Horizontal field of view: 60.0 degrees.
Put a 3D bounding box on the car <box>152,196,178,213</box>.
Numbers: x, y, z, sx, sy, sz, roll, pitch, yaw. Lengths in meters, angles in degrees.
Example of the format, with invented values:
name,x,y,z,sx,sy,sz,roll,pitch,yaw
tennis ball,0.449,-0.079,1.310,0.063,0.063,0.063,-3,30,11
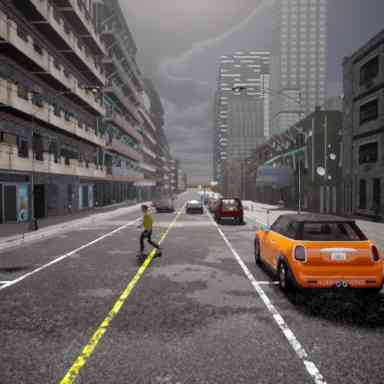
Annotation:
name,x,y,z,sx,sy,sz,roll,pitch,yaw
car,-2.891,1.525,37.414,2.033,1.411,5.357,0,0,0

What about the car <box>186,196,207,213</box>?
name,x,y,z,sx,sy,sz,roll,pitch,yaw
car,0.300,1.525,37.163,2.033,1.411,5.357,0,0,0

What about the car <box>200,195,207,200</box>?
name,x,y,z,sx,sy,sz,roll,pitch,yaw
car,3.201,1.457,92.838,1.887,1.381,4.507,-1,0,0

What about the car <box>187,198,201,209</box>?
name,x,y,z,sx,sy,sz,roll,pitch,yaw
car,0.312,1.570,46.797,1.895,1.301,4.718,0,0,1

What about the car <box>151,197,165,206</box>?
name,x,y,z,sx,sy,sz,roll,pitch,yaw
car,-5.400,1.545,53.780,1.802,1.307,4.206,-1,0,0

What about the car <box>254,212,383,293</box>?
name,x,y,z,sx,sy,sz,roll,pitch,yaw
car,3.049,1.347,9.013,2.097,1.767,4.553,0,0,0

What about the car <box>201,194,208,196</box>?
name,x,y,z,sx,sy,sz,roll,pitch,yaw
car,3.012,1.538,59.358,1.802,1.307,4.206,-1,0,0

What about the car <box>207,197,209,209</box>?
name,x,y,z,sx,sy,sz,roll,pitch,yaw
car,2.876,1.503,37.209,1.752,1.417,4.829,-1,0,0

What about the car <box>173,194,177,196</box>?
name,x,y,z,sx,sy,sz,roll,pitch,yaw
car,-5.242,1.510,81.681,1.802,1.307,4.206,-1,0,0

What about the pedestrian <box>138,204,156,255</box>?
name,x,y,z,sx,sy,sz,roll,pitch,yaw
pedestrian,-1.606,1.288,11.828,0.375,1.860,0.375,-1,1,0

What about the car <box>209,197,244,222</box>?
name,x,y,z,sx,sy,sz,roll,pitch,yaw
car,2.785,1.301,25.879,2.192,1.841,5.009,-1,0,0
